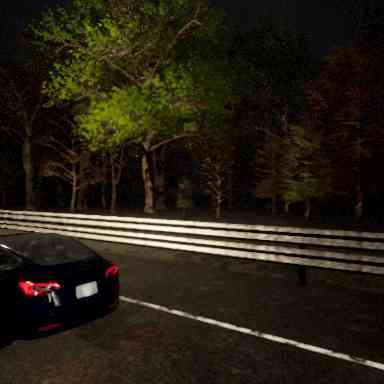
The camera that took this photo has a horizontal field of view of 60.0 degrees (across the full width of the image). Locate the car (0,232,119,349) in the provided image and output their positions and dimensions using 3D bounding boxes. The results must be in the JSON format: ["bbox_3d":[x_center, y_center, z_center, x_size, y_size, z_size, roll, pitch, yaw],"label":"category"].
[{"bbox_3d":[-3.481,1.512,6.340,4.792,1.488,2.163,0,0,35],"label":"car"}]
